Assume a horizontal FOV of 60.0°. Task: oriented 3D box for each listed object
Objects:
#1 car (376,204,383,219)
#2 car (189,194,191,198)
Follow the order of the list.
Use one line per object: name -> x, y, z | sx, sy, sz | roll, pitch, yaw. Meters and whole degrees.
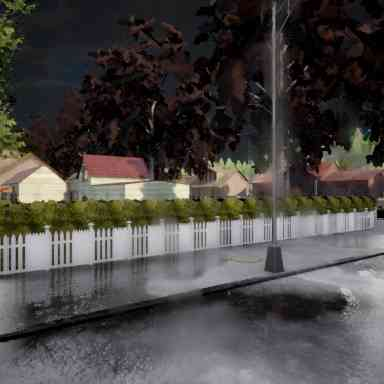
car -> 15.263, 1.601, 25.817 | 1.895, 1.301, 4.718 | 0, 0, -34
car -> -2.191, 1.221, 57.456 | 2.150, 2.045, 5.566 | 0, 0, -35
